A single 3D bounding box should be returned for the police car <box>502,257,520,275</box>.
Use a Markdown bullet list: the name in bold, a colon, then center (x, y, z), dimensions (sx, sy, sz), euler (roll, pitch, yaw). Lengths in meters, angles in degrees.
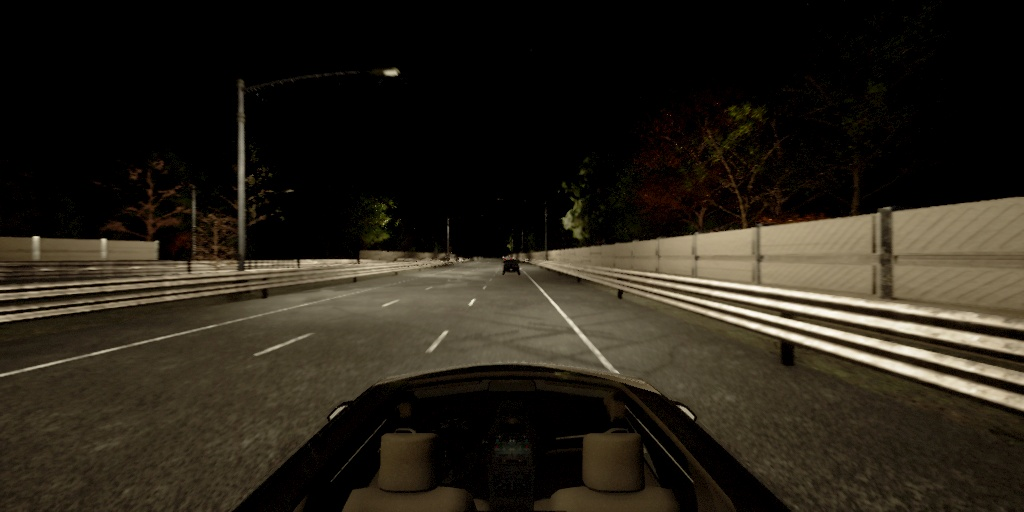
- **police car**: center (-0.090, 1.205, 39.991), dimensions (1.930, 1.638, 5.238), euler (0, 0, 0)
